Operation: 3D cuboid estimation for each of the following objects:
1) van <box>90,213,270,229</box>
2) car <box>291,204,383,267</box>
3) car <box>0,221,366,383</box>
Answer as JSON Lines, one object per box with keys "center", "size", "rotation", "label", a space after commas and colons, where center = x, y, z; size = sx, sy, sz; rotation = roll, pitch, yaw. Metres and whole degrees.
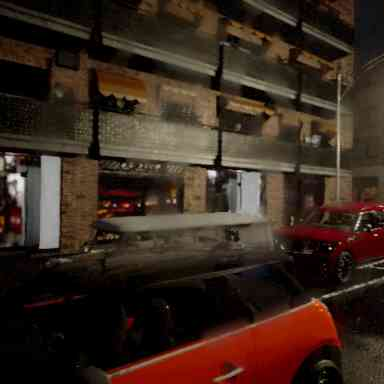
{"center": [-0.191, 1.340, 6.390], "size": [3.998, 1.788, 1.690], "rotation": [0, 1, -35], "label": "van"}
{"center": [4.453, 1.311, 9.690], "size": [5.009, 1.841, 2.192], "rotation": [0, 1, -35], "label": "car"}
{"center": [-0.759, 1.352, 2.835], "size": [4.553, 1.767, 2.097], "rotation": [0, 0, -35], "label": "car"}
